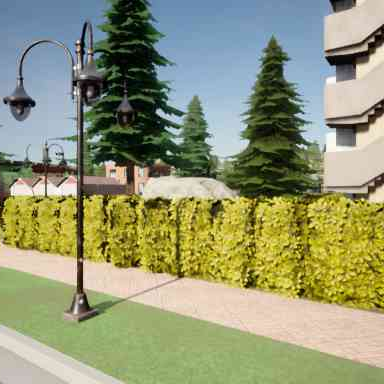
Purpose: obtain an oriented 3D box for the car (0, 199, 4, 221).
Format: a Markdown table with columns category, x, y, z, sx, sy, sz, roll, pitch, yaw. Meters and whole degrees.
| category | x | y | z | sx | sy | sz | roll | pitch | yaw |
| --- | --- | --- | --- | --- | --- | --- | --- | --- | --- |
| car | -14.167 | 1.313 | 23.597 | 2.097 | 1.767 | 4.553 | 0 | 0 | 35 |
